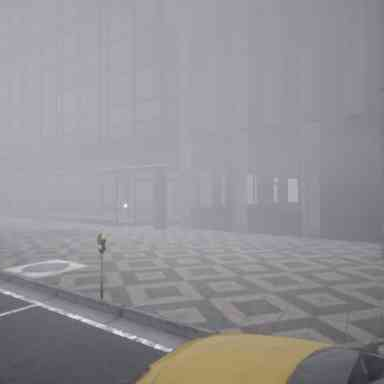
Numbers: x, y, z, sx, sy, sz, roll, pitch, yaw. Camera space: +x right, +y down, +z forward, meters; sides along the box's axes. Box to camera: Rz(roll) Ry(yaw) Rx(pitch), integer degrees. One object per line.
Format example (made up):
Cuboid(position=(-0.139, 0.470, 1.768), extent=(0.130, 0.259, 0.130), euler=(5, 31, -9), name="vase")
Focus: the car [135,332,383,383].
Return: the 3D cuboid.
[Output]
Cuboid(position=(1.630, 1.525, 1.920), extent=(4.829, 1.417, 1.752), euler=(0, 0, 36), name="car")
